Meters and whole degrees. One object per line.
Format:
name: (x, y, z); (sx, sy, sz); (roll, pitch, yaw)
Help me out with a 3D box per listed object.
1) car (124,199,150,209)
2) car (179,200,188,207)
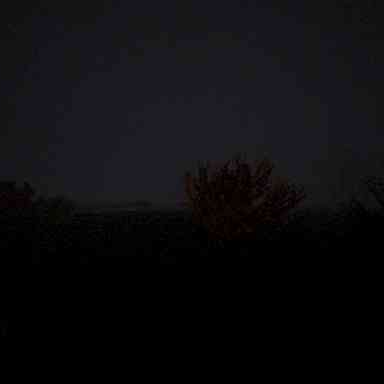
car: (-9.104, 1.969, 55.412); (1.882, 1.535, 5.008); (-1, -1, 36)
car: (-0.570, 2.061, 61.015); (1.812, 1.442, 4.674); (-1, -1, 36)
